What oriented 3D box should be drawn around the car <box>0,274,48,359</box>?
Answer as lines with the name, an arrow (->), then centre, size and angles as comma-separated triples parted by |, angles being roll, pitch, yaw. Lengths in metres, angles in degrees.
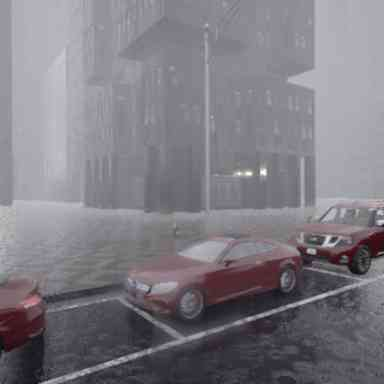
car -> -3.951, 1.591, 3.824 | 4.206, 1.307, 1.802 | 0, 0, -36

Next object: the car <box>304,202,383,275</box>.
car -> 5.271, 1.269, 10.446 | 5.009, 1.841, 2.192 | 0, 0, -36

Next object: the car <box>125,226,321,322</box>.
car -> 0.661, 1.563, 7.135 | 4.206, 1.307, 1.802 | 0, 0, -36
